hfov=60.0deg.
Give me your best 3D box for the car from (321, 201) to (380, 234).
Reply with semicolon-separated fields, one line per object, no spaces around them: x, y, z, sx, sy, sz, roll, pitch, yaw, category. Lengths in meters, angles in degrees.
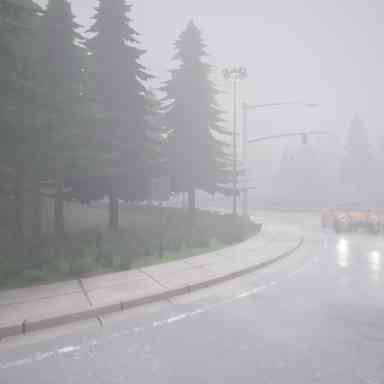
8.905;1.353;19.030;2.097;1.767;4.553;0;0;9;car
